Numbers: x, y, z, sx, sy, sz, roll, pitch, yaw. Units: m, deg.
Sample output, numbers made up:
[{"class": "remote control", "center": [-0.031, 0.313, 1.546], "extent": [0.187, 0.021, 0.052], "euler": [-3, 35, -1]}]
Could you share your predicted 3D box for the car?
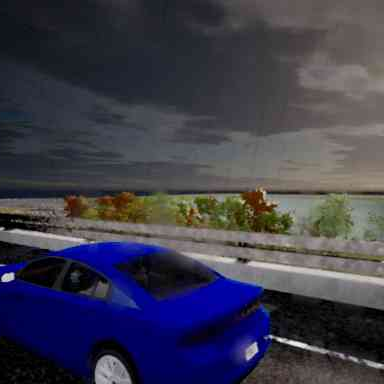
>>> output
[{"class": "car", "center": [-1.401, 1.477, 4.874], "extent": [5.008, 1.535, 1.882], "euler": [0, 0, 36]}]
